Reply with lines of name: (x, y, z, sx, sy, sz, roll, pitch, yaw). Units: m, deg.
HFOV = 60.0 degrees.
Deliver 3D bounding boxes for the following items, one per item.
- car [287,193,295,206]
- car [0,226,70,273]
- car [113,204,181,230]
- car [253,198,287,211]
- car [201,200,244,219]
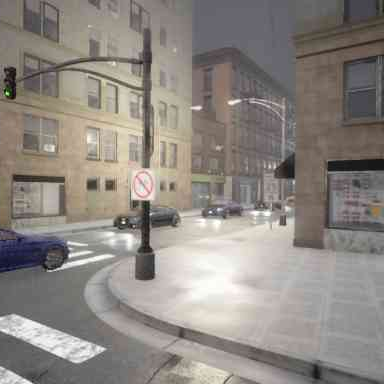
car: (13.687, 0.873, 43.015, 2.097, 1.767, 4.553, 1, 1, 34)
car: (-5.492, 1.508, 8.610, 1.812, 1.442, 4.674, 0, 0, 34)
car: (-2.452, 1.388, 18.910, 1.994, 1.385, 4.181, 1, 1, 34)
car: (7.962, 1.191, 34.503, 1.994, 1.385, 4.181, 1, 1, 34)
car: (2.463, 1.297, 26.277, 1.994, 1.385, 4.181, 1, 1, 34)
